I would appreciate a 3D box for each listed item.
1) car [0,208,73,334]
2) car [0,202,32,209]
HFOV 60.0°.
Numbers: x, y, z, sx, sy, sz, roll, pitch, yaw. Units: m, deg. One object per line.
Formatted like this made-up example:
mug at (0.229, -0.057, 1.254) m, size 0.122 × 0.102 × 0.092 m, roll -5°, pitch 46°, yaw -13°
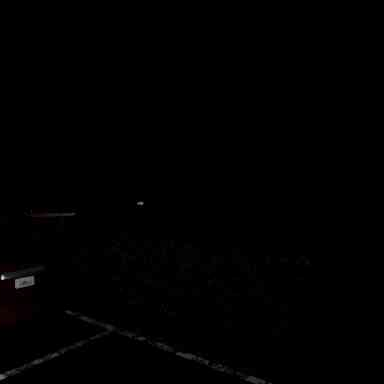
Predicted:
car at (-4.212, 1.316, 5.967) m, size 5.009 × 1.841 × 2.192 m, roll 0°, pitch -1°, yaw 36°
car at (-17.483, 1.654, 30.917) m, size 2.128 × 1.511 × 4.902 m, roll -1°, pitch -1°, yaw 37°
